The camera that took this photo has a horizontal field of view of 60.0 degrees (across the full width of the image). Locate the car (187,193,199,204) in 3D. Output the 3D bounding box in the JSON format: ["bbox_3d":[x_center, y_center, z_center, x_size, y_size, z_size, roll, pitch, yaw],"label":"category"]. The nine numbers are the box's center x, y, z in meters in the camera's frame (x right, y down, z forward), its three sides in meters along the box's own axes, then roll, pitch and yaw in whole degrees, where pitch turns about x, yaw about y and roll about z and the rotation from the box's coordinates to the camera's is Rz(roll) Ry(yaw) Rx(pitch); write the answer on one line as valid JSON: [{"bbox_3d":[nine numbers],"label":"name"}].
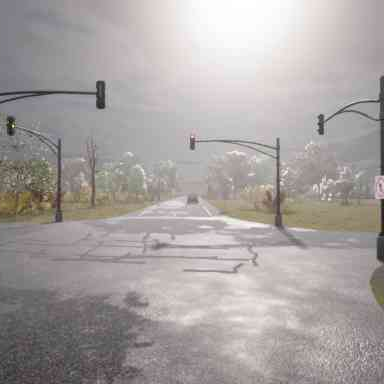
[{"bbox_3d":[0.156,1.293,67.658,2.150,2.045,5.566,0,0,0],"label":"car"}]
